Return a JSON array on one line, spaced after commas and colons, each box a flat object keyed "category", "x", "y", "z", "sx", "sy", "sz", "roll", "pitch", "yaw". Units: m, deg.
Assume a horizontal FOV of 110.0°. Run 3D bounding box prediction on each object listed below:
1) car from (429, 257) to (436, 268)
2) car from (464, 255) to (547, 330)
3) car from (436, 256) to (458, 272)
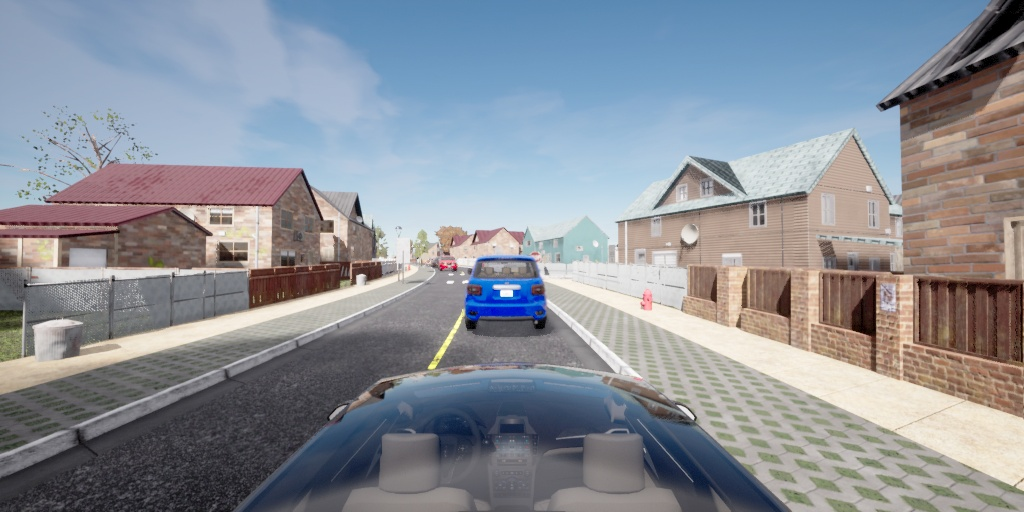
[{"category": "car", "x": -12.680, "y": 1.126, "z": 62.306, "sx": 2.097, "sy": 1.767, "sz": 4.553, "roll": 0, "pitch": 0, "yaw": -18}, {"category": "car", "x": -0.235, "y": 0.977, "z": 11.233, "sx": 2.150, "sy": 2.045, "sz": 5.566, "roll": 0, "pitch": 0, "yaw": -2}, {"category": "car", "x": -8.461, "y": 0.977, "z": 47.365, "sx": 2.150, "sy": 2.045, "sz": 5.566, "roll": 0, "pitch": 0, "yaw": -14}]
